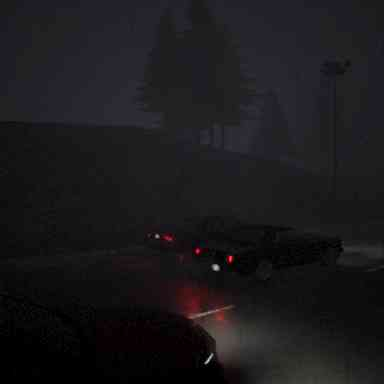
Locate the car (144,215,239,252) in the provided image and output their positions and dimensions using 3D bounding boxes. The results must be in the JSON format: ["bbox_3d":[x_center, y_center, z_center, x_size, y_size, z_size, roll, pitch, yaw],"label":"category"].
[{"bbox_3d":[0.836,1.593,12.957,5.357,1.411,2.033,0,0,-36],"label":"car"}]

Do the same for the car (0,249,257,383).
[{"bbox_3d":[-1.858,1.529,2.468,4.674,1.442,1.812,0,0,-35],"label":"car"}]

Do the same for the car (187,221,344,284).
[{"bbox_3d":[2.405,1.640,9.777,4.718,1.301,1.895,0,0,-36],"label":"car"}]
